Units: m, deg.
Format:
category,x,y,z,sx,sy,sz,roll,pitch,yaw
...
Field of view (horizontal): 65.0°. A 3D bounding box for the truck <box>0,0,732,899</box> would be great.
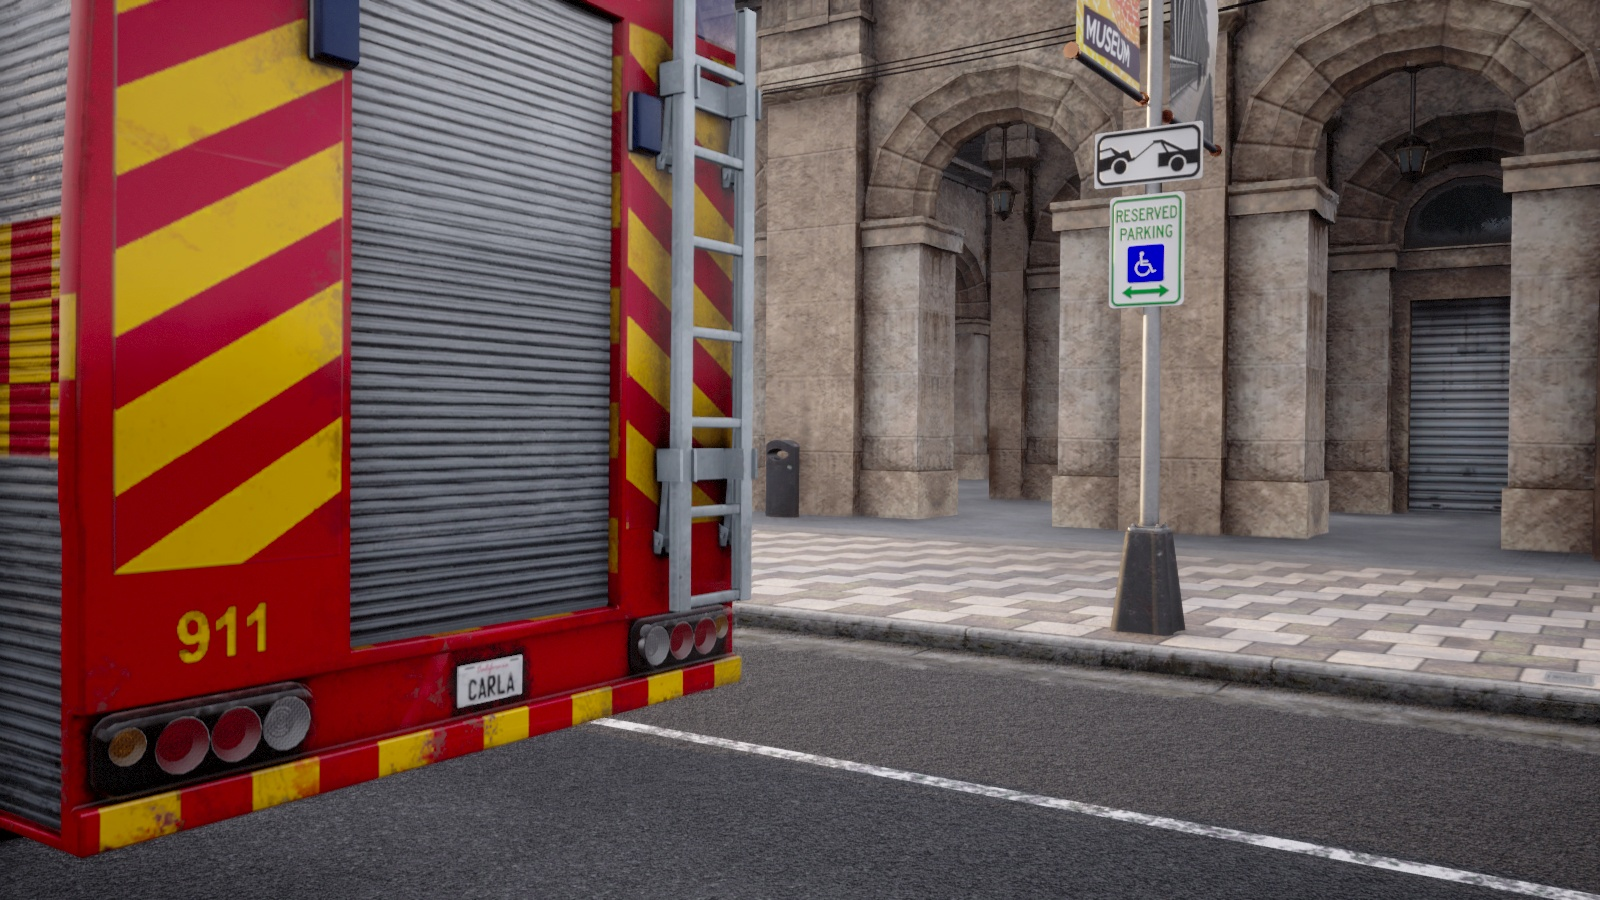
category,x,y,z,sx,sy,sz,roll,pitch,yaw
truck,-4.646,-0.482,6.694,8.468,3.827,2.891,0,1,34
